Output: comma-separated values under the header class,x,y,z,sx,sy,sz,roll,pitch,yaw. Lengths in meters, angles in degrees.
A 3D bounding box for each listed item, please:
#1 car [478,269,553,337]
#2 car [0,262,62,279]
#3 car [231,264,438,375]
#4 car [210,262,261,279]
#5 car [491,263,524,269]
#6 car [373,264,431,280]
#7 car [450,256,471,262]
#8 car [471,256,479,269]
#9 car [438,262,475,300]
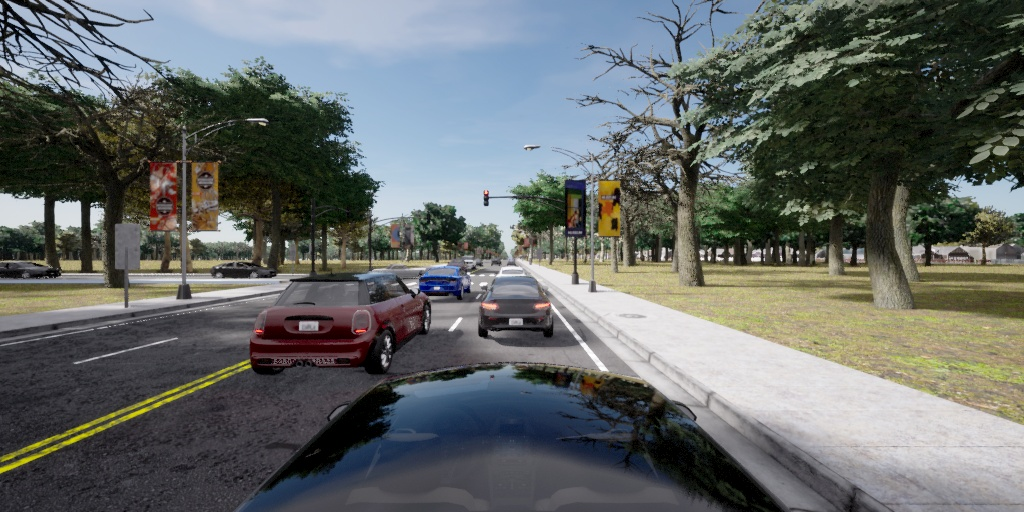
class,x,y,z,sx,sy,sz,roll,pitch,yaw
car,0.086,1.276,10.154,1.812,1.442,4.674,0,0,0
car,-40.861,1.218,29.965,4.892,1.490,1.837,0,0,0
car,-3.159,1.102,7.669,2.097,1.767,4.553,0,0,0
car,-22.371,1.235,29.997,4.892,1.490,1.837,1,0,1
car,0.033,1.279,19.257,1.812,1.442,4.674,0,0,0
car,-9.617,1.356,31.406,4.718,1.301,1.895,0,0,-17
car,-6.673,1.116,43.611,2.097,1.767,4.553,0,0,0
car,-6.692,0.994,54.293,2.150,2.045,5.566,0,0,-1
car,-3.179,1.230,17.778,1.882,1.535,5.008,0,0,1
